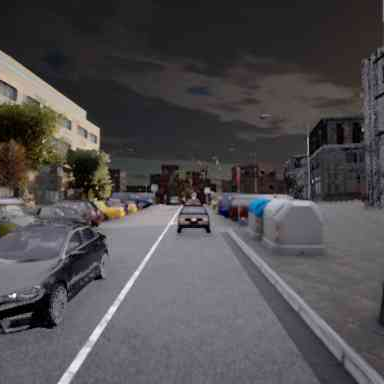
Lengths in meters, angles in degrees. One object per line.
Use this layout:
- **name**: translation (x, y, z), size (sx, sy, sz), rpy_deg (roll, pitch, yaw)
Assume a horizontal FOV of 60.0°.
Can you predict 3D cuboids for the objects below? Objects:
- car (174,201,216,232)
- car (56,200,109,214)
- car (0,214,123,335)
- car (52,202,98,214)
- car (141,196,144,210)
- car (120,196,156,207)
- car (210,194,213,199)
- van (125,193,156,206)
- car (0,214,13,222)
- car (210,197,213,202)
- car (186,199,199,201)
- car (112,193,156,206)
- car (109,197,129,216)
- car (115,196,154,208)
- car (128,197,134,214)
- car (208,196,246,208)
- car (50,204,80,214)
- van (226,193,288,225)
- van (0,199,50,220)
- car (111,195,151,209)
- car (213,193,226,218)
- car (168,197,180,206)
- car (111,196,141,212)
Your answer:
- **car**: translation (0.093, 1.482, 19.740), size (2.033, 1.411, 5.357), rpy_deg (0, 0, 0)
- **car**: translation (-7.625, 1.289, 19.668), size (4.553, 1.767, 2.185), rpy_deg (0, 0, 0)
- **car**: translation (-3.102, 1.468, 7.002), size (2.128, 1.511, 4.902), rpy_deg (0, 0, 0)
- **car**: translation (-7.650, 1.425, 16.877), size (4.892, 1.521, 2.231), rpy_deg (0, 0, 0)
- **car**: translation (-7.691, 1.398, 33.639), size (4.792, 1.488, 2.163), rpy_deg (0, 0, 0)
- **car**: translation (-7.696, 1.377, 47.586), size (4.792, 1.488, 2.163), rpy_deg (0, 0, 0)
- **car**: translation (4.852, 1.348, 39.369), size (5.366, 1.575, 1.946), rpy_deg (0, 0, 0)
- **van**: translation (-7.785, 1.155, 50.375), size (4.442, 1.987, 1.878), rpy_deg (0, -1, 0)
- **car**: translation (-7.648, 1.451, 8.371), size (5.008, 1.535, 2.097), rpy_deg (0, 0, 0)
- **car**: translation (4.485, 1.384, 28.204), size (5.366, 1.575, 1.946), rpy_deg (0, 0, 0)
- **car**: translation (0.085, 1.464, 41.615), size (1.895, 1.301, 4.718), rpy_deg (0, 0, 0)
- **car**: translation (-7.636, 1.090, 42.019), size (5.566, 2.045, 2.435), rpy_deg (0, 0, 0)
- **car**: translation (-7.844, 1.393, 25.257), size (5.366, 1.575, 1.946), rpy_deg (0, 0, 0)
- **car**: translation (-7.665, 1.336, 44.754), size (5.008, 1.535, 2.097), rpy_deg (0, 0, 0)
- **car**: translation (-7.688, 1.417, 28.050), size (4.792, 1.488, 2.163), rpy_deg (0, 0, 0)
- **car**: translation (4.669, 1.337, 45.077), size (5.008, 1.535, 2.097), rpy_deg (0, 0, 0)
- **car**: translation (-7.661, 1.434, 14.083), size (4.892, 1.521, 2.231), rpy_deg (0, 0, 0)
- **van**: translation (4.789, 1.179, 22.747), size (4.442, 1.987, 1.878), rpy_deg (0, 0, 0)
- **van**: translation (-7.537, 1.216, 11.289), size (4.442, 1.987, 1.878), rpy_deg (0, 0, 0)
- **car**: translation (-7.635, 1.380, 39.226), size (4.792, 1.488, 2.163), rpy_deg (0, 0, 0)
- **car**: translation (4.700, 1.145, 25.538), size (5.566, 2.045, 2.435), rpy_deg (0, 0, 0)
- **car**: translation (-3.035, 1.552, 56.885), size (2.128, 1.511, 4.902), rpy_deg (0, -2, 0)
- **car**: translation (-7.846, 1.375, 30.845), size (5.366, 1.575, 1.946), rpy_deg (0, 0, 0)
